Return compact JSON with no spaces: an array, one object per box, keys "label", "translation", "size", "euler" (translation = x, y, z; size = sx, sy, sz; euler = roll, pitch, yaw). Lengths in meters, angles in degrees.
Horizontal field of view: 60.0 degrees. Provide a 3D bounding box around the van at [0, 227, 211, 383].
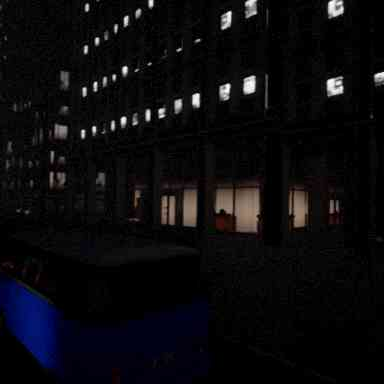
[{"label":"van","translation":[-1.547,1.482,4.714],"size":[1.690,1.788,3.998],"euler":[2,-2,-43]}]
